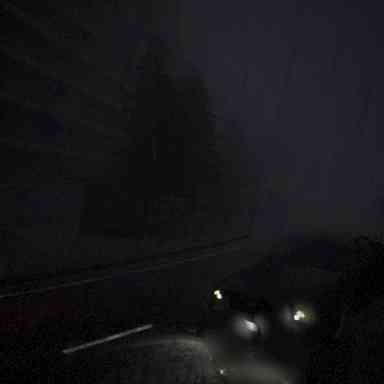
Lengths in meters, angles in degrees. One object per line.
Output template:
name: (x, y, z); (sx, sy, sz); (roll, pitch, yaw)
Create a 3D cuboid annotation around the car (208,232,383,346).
car: (2.675, 1.564, 6.773); (2.033, 1.411, 5.357); (0, 0, 44)

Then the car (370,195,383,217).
car: (18.581, 1.261, 31.621); (2.150, 2.045, 5.566); (0, 0, 17)
